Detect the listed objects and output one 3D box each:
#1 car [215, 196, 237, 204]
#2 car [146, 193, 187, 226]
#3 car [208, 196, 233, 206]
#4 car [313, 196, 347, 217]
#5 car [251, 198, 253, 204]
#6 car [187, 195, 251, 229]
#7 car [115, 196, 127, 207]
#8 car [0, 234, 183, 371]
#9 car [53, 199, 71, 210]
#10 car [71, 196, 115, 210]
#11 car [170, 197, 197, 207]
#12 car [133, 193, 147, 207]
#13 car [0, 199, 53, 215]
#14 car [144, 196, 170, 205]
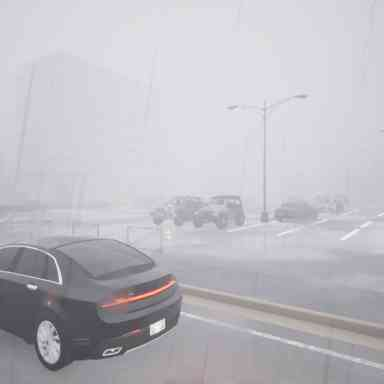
[{"bbox_3d":[6.484,1.491,63.646,2.128,1.511,4.902,0,0,34],"label":"car"},{"bbox_3d":[-0.617,1.153,21.873,1.932,1.855,4.605,0,0,34],"label":"car"},{"bbox_3d":[4.770,1.491,54.838,2.128,1.511,4.902,0,0,34],"label":"car"},{"bbox_3d":[13.796,1.395,33.136,1.970,1.475,3.806,0,0,34],"label":"car"},{"bbox_3d":[9.892,1.505,62.446,1.837,1.490,4.892,0,0,34],"label":"car"},{"bbox_3d":[1.747,1.156,20.203,1.905,1.878,3.866,0,0,34],"label":"car"},{"bbox_3d":[-11.788,1.352,49.403,2.097,1.767,4.553,0,0,34],"label":"car"},{"bbox_3d":[-2.416,1.505,5.725,4.892,1.490,1.837,0,0,36],"label":"car"},{"bbox_3d":[-17.126,1.547,41.486,2.033,1.411,5.357,0,0,34],"label":"car"},{"bbox_3d":[-12.452,1.526,42.143,1.812,1.442,4.674,0,0,34],"label":"car"},{"bbox_3d":[-1.329,1.526,52.047,1.812,1.442,4.674,0,0,34],"label":"car"},{"bbox_3d":[-6.564,1.221,50.853,2.150,2.045,5.566,0,0,34],"label":"car"},{"bbox_3d":[-17.455,1.601,34.732,1.895,1.301,4.718,0,0,34],"label":"car"},{"bbox_3d":[-6.007,1.526,57.912,1.812,1.442,4.674,0,0,35],"label":"car"}]
